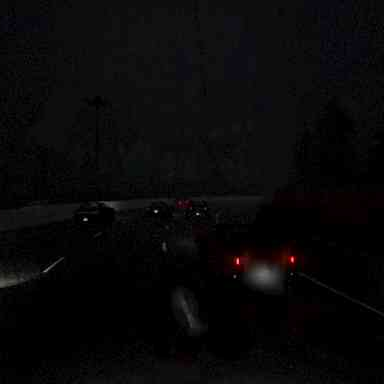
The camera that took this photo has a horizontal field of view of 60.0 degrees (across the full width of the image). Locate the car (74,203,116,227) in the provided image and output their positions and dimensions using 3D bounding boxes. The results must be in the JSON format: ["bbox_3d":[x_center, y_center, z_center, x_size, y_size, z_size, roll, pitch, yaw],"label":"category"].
[{"bbox_3d":[-6.586,1.489,22.913,2.128,1.511,4.902,0,0,0],"label":"car"}]

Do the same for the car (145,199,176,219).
[{"bbox_3d":[-2.827,1.560,29.262,1.994,1.385,4.181,0,0,3],"label":"car"}]

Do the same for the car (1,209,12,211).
[{"bbox_3d":[-16.970,1.489,30.526,2.128,1.511,4.902,0,0,4],"label":"car"}]

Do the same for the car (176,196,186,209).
[{"bbox_3d":[-0.965,1.345,42.240,2.097,1.767,4.553,0,0,12],"label":"car"}]

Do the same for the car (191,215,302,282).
[{"bbox_3d":[1.312,1.599,9.828,1.895,1.301,4.718,0,0,-9],"label":"car"}]

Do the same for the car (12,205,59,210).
[{"bbox_3d":[-13.521,1.474,29.852,1.882,1.535,5.008,0,0,4],"label":"car"}]

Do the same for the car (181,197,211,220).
[{"bbox_3d":[0.556,1.486,28.040,2.128,1.511,4.902,0,0,3],"label":"car"}]
